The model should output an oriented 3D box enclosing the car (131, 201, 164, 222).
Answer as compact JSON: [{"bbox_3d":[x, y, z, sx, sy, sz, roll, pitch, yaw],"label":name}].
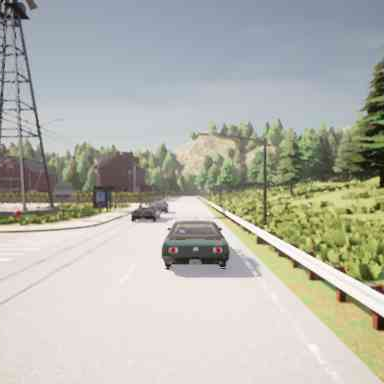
[{"bbox_3d":[-3.596,1.605,26.503,1.895,1.301,4.718,0,0,0],"label":"car"}]

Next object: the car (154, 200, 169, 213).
[{"bbox_3d":[-3.566,1.570,36.110,1.994,1.385,4.181,0,0,0],"label":"car"}]

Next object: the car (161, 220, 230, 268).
[{"bbox_3d":[0.097,1.603,11.193,1.895,1.301,4.718,0,0,0],"label":"car"}]
